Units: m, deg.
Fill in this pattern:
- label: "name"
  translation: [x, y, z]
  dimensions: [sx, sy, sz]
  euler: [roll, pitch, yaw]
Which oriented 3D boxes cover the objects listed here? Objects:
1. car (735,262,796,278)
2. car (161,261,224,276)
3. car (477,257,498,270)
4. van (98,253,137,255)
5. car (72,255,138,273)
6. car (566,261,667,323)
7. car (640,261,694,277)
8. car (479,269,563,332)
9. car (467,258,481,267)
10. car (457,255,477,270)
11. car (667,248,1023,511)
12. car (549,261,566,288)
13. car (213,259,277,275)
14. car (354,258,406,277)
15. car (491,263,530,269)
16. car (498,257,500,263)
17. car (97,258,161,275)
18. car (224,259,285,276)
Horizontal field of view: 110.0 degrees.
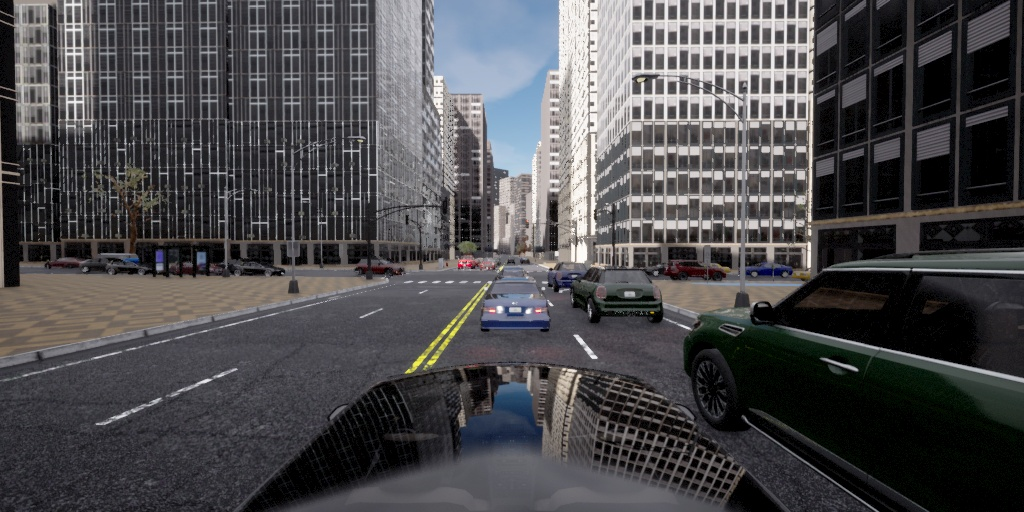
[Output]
- label: "car"
  translation: [26.370, 1.427, 37.434]
  dimensions: [5.008, 1.535, 1.882]
  euler: [0, 1, 1]
- label: "car"
  translation: [-28.484, 1.138, 32.371]
  dimensions: [4.207, 1.307, 1.802]
  euler: [0, 0, 1]
- label: "car"
  translation: [-3.424, 1.068, 51.257]
  dimensions: [2.097, 1.767, 4.553]
  euler: [0, 0, -1]
- label: "van"
  translation: [-45.375, 0.605, 41.167]
  dimensions: [3.998, 1.789, 1.690]
  euler: [0, 0, 1]
- label: "car"
  translation: [-39.499, 0.918, 35.269]
  dimensions: [4.892, 1.490, 1.837]
  euler: [0, 1, 1]
- label: "car"
  translation: [3.327, 1.097, 12.265]
  dimensions: [2.097, 1.767, 4.553]
  euler: [0, 0, 0]
- label: "car"
  translation: [16.218, 1.365, 37.609]
  dimensions: [4.892, 1.490, 1.837]
  euler: [0, 1, -1]
- label: "car"
  translation: [0.082, 1.293, 10.819]
  dimensions: [2.033, 1.411, 5.357]
  euler: [0, 0, 0]
- label: "car"
  translation: [-6.698, 1.179, 63.747]
  dimensions: [1.882, 1.535, 5.008]
  euler: [0, 0, 1]
- label: "car"
  translation: [-6.704, 0.935, 53.403]
  dimensions: [2.150, 2.045, 5.566]
  euler: [0, 0, 0]
- label: "car"
  translation: [3.345, 0.971, 2.418]
  dimensions: [2.150, 2.045, 5.566]
  euler: [0, 0, 0]
- label: "car"
  translation: [3.307, 1.092, 21.129]
  dimensions: [2.097, 1.767, 4.553]
  euler: [0, 0, 0]
- label: "car"
  translation: [-26.040, 1.040, 35.017]
  dimensions: [4.892, 1.490, 1.837]
  euler: [0, 1, 1]
- label: "car"
  translation: [-12.500, 1.018, 34.150]
  dimensions: [4.553, 1.767, 2.097]
  euler: [1, 1, 9]
- label: "car"
  translation: [0.058, 1.304, 20.062]
  dimensions: [1.994, 1.385, 4.181]
  euler: [0, 0, 0]
- label: "car"
  translation: [-3.461, 1.232, 60.101]
  dimensions: [1.812, 1.442, 4.674]
  euler: [0, 0, 0]
- label: "car"
  translation: [-34.165, 1.069, 32.532]
  dimensions: [4.313, 1.339, 1.948]
  euler: [0, 0, 1]
- label: "car"
  translation: [-22.799, 1.173, 32.251]
  dimensions: [4.313, 1.339, 1.948]
  euler: [0, 0, 1]
